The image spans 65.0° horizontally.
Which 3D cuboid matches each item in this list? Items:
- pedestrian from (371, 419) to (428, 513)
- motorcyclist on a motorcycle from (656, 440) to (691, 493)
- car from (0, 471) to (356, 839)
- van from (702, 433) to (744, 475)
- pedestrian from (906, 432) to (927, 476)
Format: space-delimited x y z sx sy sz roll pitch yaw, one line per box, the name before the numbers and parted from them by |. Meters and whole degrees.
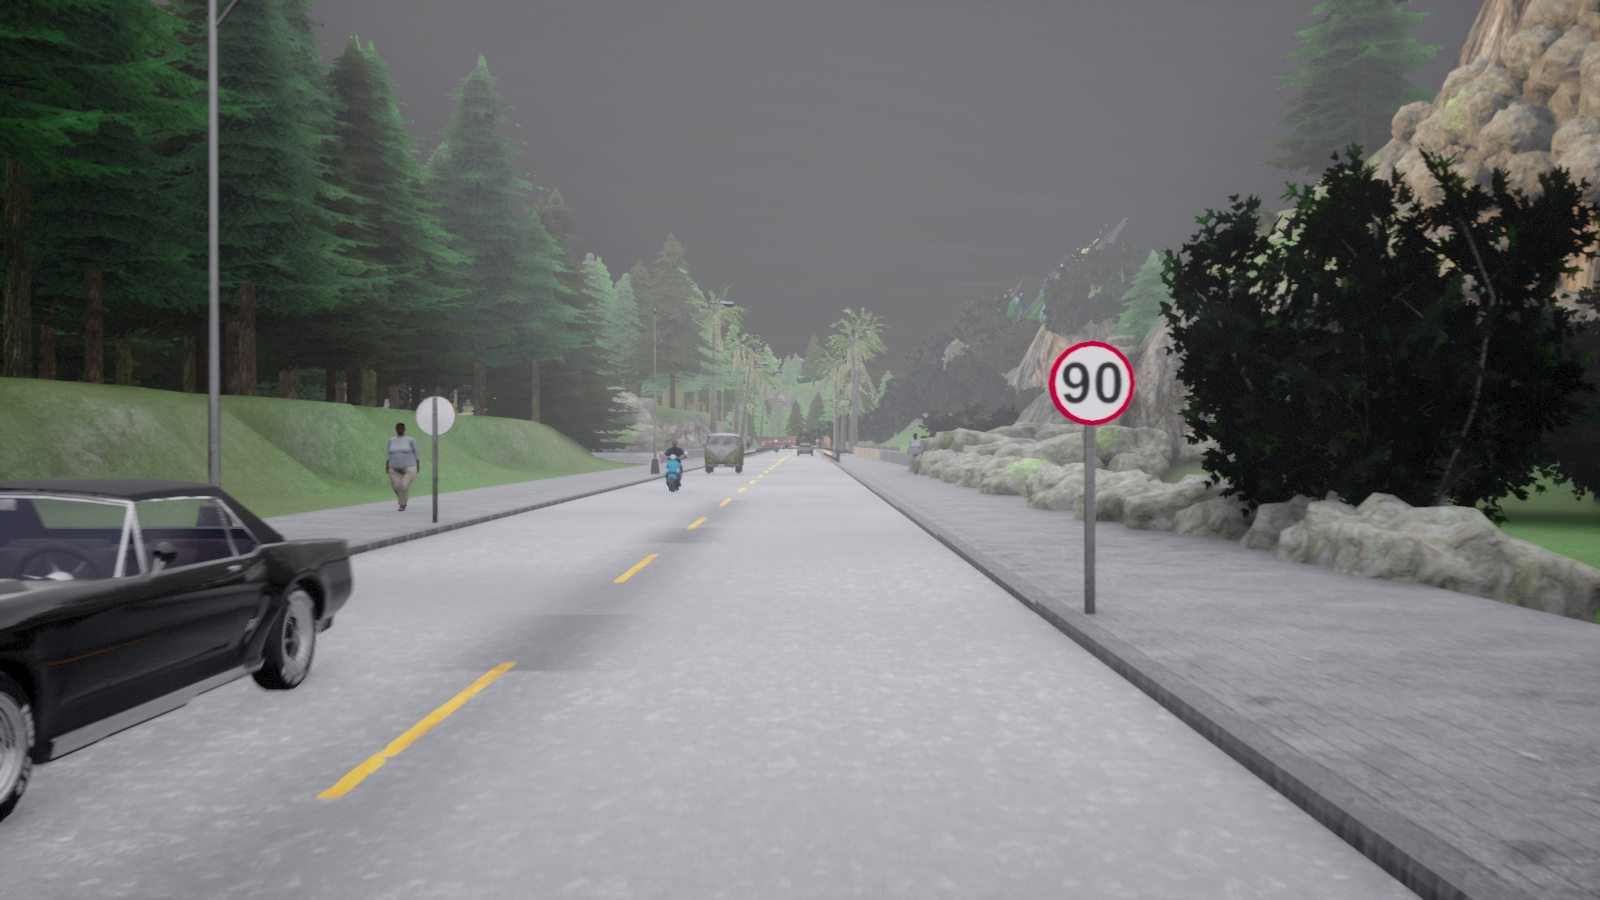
pedestrian | -8.002 0.308 25.141 0.874 1.855 0.900 0 0 -1
motorcyclist on a motorcycle | -3.827 0.482 38.018 0.866 1.590 1.817 0 0 0
car | -3.961 0.809 6.131 1.895 1.301 4.718 0 0 0
van | -3.727 0.146 61.647 1.775 1.987 4.442 0 1 0
pedestrian | 4.947 0.160 53.287 0.874 1.855 0.900 0 0 5
